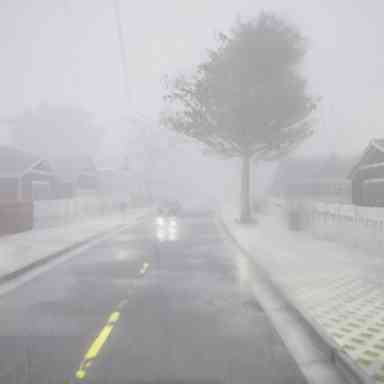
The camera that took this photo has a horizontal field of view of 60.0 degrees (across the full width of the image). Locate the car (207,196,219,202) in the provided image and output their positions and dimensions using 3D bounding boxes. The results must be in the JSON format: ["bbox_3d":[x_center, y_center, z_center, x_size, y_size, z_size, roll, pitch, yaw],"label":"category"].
[{"bbox_3d":[4.478,1.472,71.241,2.033,1.411,5.357,0,0,13],"label":"car"}]

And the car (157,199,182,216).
[{"bbox_3d":[-2.037,1.442,31.297,2.128,1.511,4.902,0,0,5],"label":"car"}]
